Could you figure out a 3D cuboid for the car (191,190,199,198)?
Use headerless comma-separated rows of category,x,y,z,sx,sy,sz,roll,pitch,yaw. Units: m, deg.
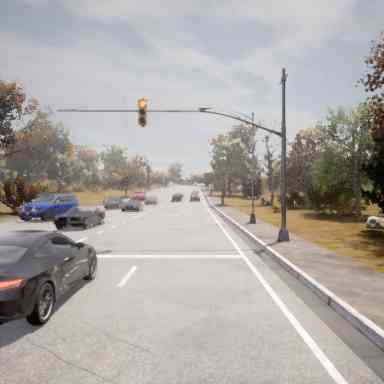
car,0.623,0.488,74.460,1.812,1.442,4.674,0,3,1

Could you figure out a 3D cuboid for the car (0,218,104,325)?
car,-3.403,1.525,6.968,1.812,1.442,4.674,0,0,-1

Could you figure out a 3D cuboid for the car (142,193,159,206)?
car,-6.645,1.423,54.985,1.812,1.442,4.674,0,2,1

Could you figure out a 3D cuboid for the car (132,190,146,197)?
car,-10.016,0.732,63.993,2.150,2.045,5.566,0,3,1

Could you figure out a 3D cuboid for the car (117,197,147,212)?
car,-6.805,1.560,38.150,1.994,1.385,4.181,0,0,1

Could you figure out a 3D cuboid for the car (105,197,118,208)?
car,-10.251,1.504,44.235,1.837,1.490,4.892,0,-1,1

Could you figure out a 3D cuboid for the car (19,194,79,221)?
car,-11.280,1.220,26.856,2.150,2.045,5.566,1,0,14

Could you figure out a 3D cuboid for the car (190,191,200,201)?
car,0.628,1.075,64.588,1.895,1.301,4.718,0,3,1

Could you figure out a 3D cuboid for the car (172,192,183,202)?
car,-2.877,1.005,64.109,1.837,1.490,4.892,0,3,1

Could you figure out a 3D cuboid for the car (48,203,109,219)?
car,-6.959,1.599,21.014,1.895,1.301,4.718,0,0,1

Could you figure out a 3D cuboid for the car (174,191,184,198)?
car,-2.884,0.582,74.043,1.895,1.301,4.718,0,3,1
